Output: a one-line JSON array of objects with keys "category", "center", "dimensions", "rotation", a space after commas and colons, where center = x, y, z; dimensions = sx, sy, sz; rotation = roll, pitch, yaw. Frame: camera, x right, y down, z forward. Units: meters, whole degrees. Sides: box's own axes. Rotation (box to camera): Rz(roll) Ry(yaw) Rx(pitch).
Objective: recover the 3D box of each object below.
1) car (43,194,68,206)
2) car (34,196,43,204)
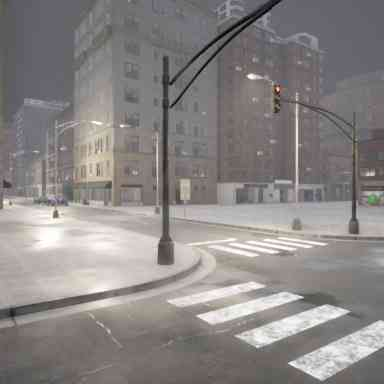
[{"category": "car", "center": [-19.612, 1.119, 48.219], "dimensions": [2.097, 1.767, 4.553], "rotation": [0, 0, -36]}, {"category": "car", "center": [-25.409, 1.288, 56.331], "dimensions": [1.994, 1.385, 4.181], "rotation": [0, 0, -36]}]
